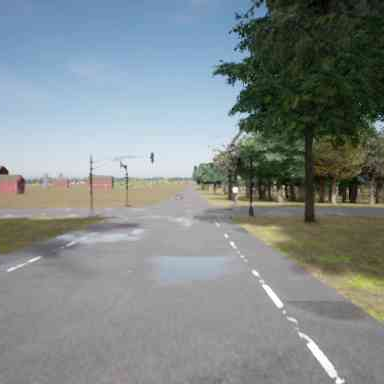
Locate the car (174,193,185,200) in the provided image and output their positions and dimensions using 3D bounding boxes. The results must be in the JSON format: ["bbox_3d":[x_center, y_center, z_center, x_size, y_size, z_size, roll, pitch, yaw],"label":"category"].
[{"bbox_3d":[-3.370,1.184,85.595,2.097,1.767,4.553,0,0,0],"label":"car"}]
